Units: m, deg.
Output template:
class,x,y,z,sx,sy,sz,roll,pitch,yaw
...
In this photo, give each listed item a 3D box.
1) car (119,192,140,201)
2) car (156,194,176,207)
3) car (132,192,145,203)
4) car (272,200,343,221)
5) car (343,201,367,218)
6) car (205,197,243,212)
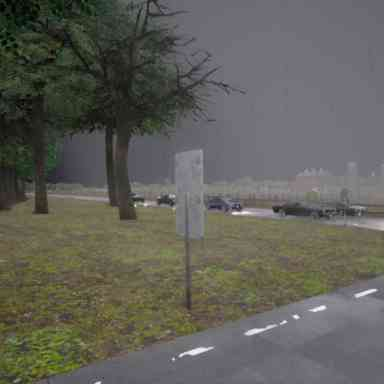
class,x,y,z,sx,sy,sz,roll,pitch,yaw
car,-10.729,0.733,57.123,1.994,1.385,4.181,-1,1,-35
car,-2.730,0.974,41.031,1.812,1.442,4.674,-1,1,-36
car,-8.788,0.785,49.471,1.882,1.535,5.008,-1,1,-35
car,8.540,1.350,25.386,1.895,1.301,4.718,-1,2,-36
car,11.251,1.313,26.673,1.895,1.301,4.718,-1,2,-36
car,3.136,1.162,32.895,1.994,1.385,4.181,-1,2,-35
